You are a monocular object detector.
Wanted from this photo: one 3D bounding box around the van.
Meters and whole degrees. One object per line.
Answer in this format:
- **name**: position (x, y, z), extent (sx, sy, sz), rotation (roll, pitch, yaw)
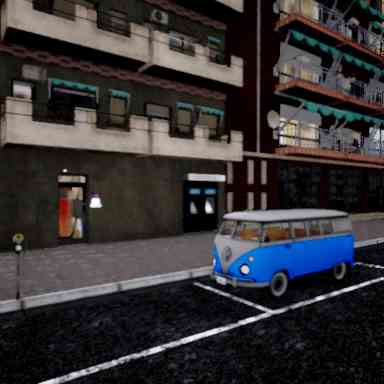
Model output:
- **van**: position (2.333, 1.338, 8.217), extent (3.998, 1.788, 1.690), rotation (0, 0, -35)
